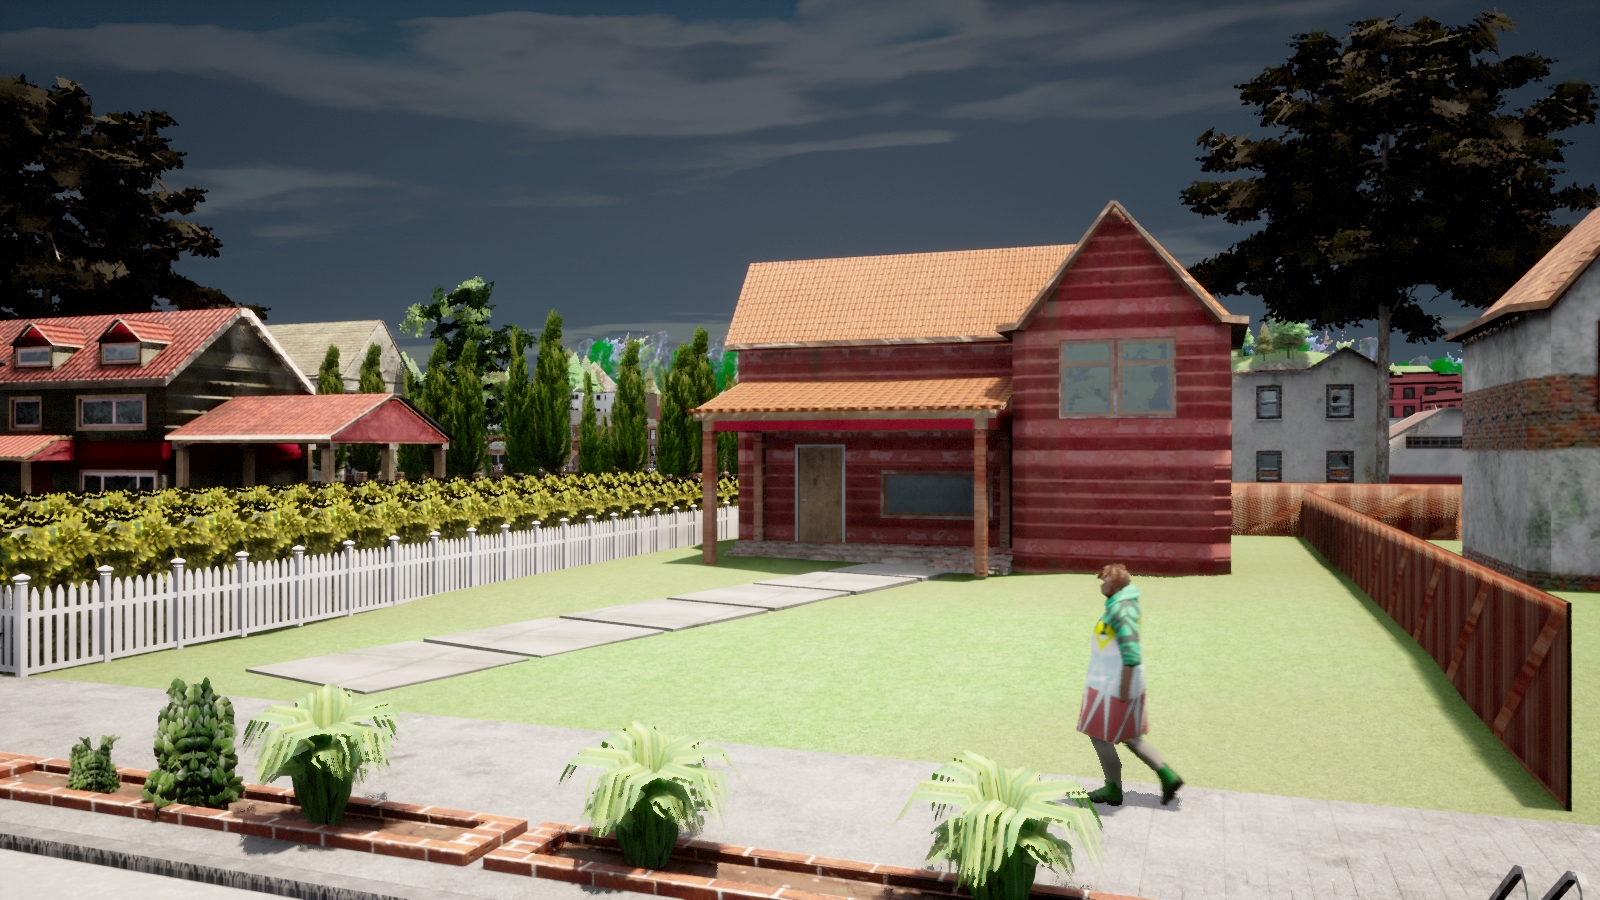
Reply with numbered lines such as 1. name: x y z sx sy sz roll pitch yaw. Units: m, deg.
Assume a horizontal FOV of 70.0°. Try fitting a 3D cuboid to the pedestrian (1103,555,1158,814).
1. pedestrian: 2.501 1.744 8.633 0.375 1.860 0.375 0 0 20
